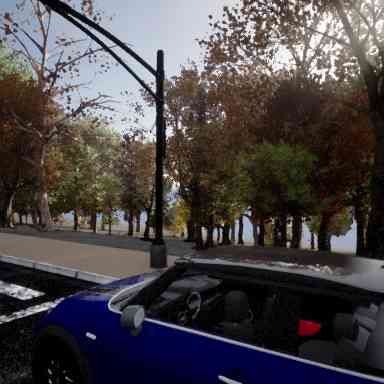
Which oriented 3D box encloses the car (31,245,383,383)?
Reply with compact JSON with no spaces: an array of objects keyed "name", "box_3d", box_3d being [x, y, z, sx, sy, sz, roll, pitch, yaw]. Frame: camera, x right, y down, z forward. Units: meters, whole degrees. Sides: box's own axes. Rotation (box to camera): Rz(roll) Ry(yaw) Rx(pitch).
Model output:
[{"name":"car","box_3d":[0.409,1.352,3.364,4.553,1.767,2.097,0,0,34]}]
